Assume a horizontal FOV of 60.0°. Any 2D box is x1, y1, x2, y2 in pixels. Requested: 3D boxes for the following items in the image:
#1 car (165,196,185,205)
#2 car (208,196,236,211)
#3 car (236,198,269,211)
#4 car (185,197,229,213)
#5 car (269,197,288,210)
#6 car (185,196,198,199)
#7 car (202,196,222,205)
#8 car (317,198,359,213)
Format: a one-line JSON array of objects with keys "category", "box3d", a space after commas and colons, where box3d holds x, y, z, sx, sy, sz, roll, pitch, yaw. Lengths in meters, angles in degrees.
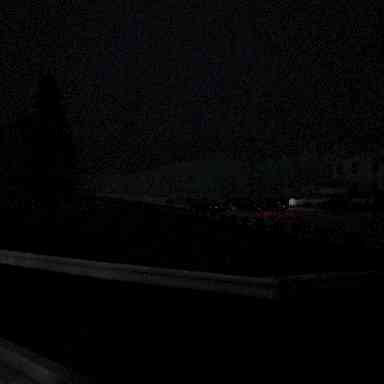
[{"category": "car", "box3d": [-3.135, 1.425, 56.059, 1.812, 1.442, 4.674, 0, 0, -20]}, {"category": "car", "box3d": [3.014, 1.446, 39.251, 1.812, 1.442, 4.674, 0, 0, -20]}, {"category": "car", "box3d": [6.729, 1.514, 39.284, 1.895, 1.301, 4.718, 0, 0, -20]}, {"category": "car", "box3d": [1.411, 1.481, 33.446, 2.033, 1.411, 5.357, 0, 0, -20]}, {"category": "car", "box3d": [9.843, 1.410, 40.957, 1.837, 1.490, 4.892, 0, 0, -20]}, {"category": "car", "box3d": [0.022, 1.368, 57.610, 1.882, 1.535, 5.008, 0, 0, -20]}, {"category": "car", "box3d": [3.442, 1.409, 58.455, 1.812, 1.442, 4.674, 0, 0, -20]}, {"category": "car", "box3d": [15.509, 1.396, 35.662, 2.128, 1.511, 4.902, 0, 0, -20]}]
